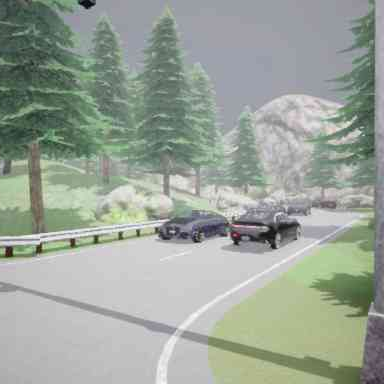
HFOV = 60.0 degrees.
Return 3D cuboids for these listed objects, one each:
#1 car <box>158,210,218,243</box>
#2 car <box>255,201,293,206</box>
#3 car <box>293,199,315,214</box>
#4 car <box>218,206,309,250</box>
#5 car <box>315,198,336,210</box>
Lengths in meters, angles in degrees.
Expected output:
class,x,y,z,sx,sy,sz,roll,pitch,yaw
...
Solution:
class,x,y,z,sx,sy,sz,roll,pitch,yaw
car,0.194,1.580,16.404,1.994,1.385,4.181,0,0,33
car,5.565,1.515,24.773,2.128,1.511,4.902,0,0,33
car,10.863,1.535,33.510,1.837,1.490,4.892,0,0,26
car,3.349,1.567,14.638,2.128,1.511,4.902,0,-1,33
car,17.338,1.554,44.814,1.882,1.535,5.008,2,-1,-8
